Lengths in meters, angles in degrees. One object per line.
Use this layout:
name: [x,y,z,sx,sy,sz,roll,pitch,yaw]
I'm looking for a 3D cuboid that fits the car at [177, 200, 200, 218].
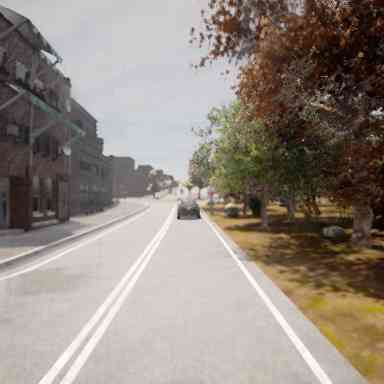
car: [-0.351,1.533,32.095,2.097,1.767,4.553,0,0,-1]
